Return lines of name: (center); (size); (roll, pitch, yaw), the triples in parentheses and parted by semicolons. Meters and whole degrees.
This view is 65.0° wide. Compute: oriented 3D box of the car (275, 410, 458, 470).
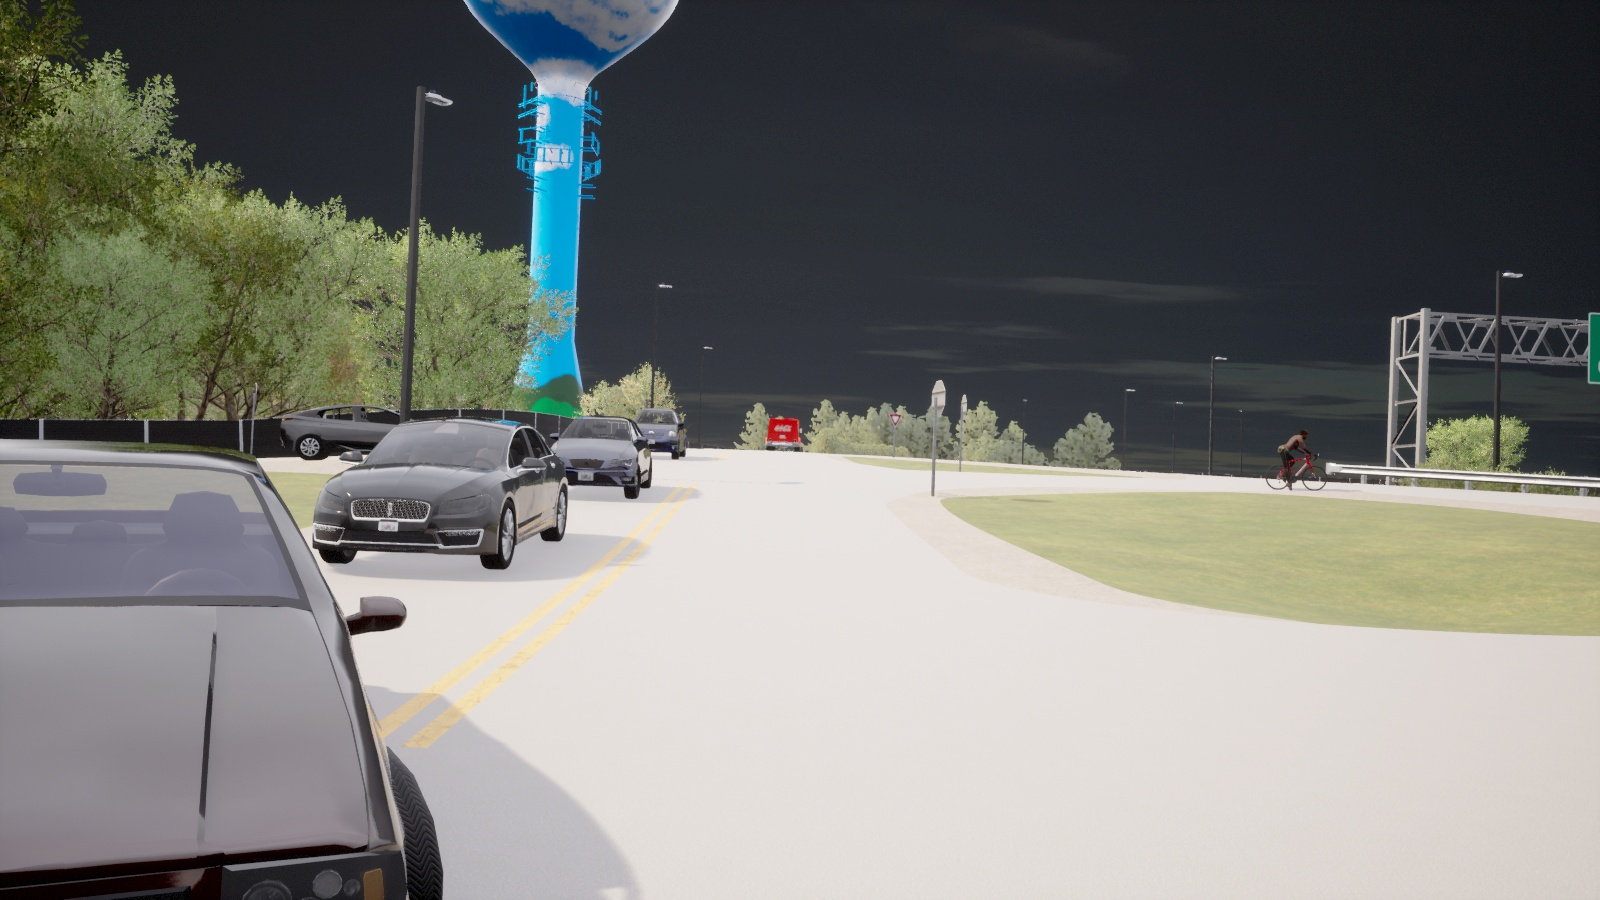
car: (-11.632, -0.289, 34.011); (4.514, 1.525, 2.007); (-1, 0, -14)

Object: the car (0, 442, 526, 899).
car: (-2.554, 0.719, 4.461); (2.033, 1.411, 5.357); (1, 1, -24)

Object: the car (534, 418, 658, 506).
car: (-3.841, 0.155, 24.277); (1.816, 1.474, 4.193); (1, 2, -2)

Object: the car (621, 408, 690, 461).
car: (-4.685, -0.516, 41.172); (1.851, 1.617, 3.988); (1, 1, -1)

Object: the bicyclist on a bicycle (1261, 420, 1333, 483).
bicyclist on a bicycle: (13.157, 0.034, 33.266); (1.656, 1.620, 0.582); (1, 1, 0)

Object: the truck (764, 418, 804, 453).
truck: (-1.158, -1.037, 93.363); (2.627, 2.467, 5.204); (1, 0, 2)

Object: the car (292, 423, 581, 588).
car: (-3.831, 0.468, 14.198); (1.837, 1.490, 4.892); (1, 2, 0)
